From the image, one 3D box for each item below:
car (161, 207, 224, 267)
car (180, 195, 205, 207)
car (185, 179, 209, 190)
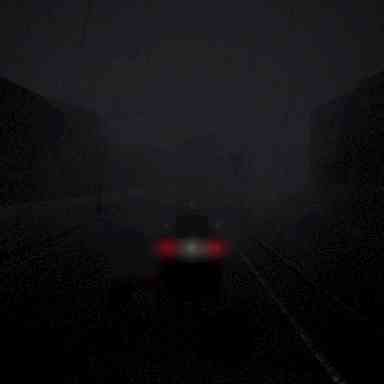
[{"bbox_3d":[0.027,1.486,11.217,2.033,1.411,5.357,0,1,1],"label":"car"},{"bbox_3d":[0.048,0.961,28.379,1.994,1.385,4.181,0,3,0],"label":"car"},{"bbox_3d":[1.040,-1.446,62.196,2.150,2.045,5.566,3,4,36],"label":"car"}]
